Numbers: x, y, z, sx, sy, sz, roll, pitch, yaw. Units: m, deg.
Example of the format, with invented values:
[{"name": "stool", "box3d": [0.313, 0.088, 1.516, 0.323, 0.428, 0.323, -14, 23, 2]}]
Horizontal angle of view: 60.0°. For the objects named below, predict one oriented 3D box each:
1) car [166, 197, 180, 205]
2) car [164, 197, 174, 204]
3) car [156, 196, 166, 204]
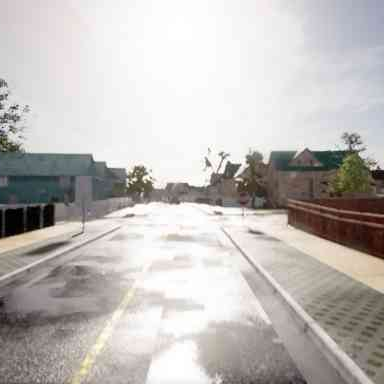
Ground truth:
[{"name": "car", "box3d": [-3.877, 1.937, 73.155, 2.097, 1.767, 4.553, 0, -1, -10]}, {"name": "car", "box3d": [-5.836, 2.137, 83.086, 1.882, 1.535, 5.008, 0, -1, -12]}, {"name": "car", "box3d": [-7.351, 1.757, 76.830, 1.837, 1.490, 4.892, 0, -1, -10]}]
